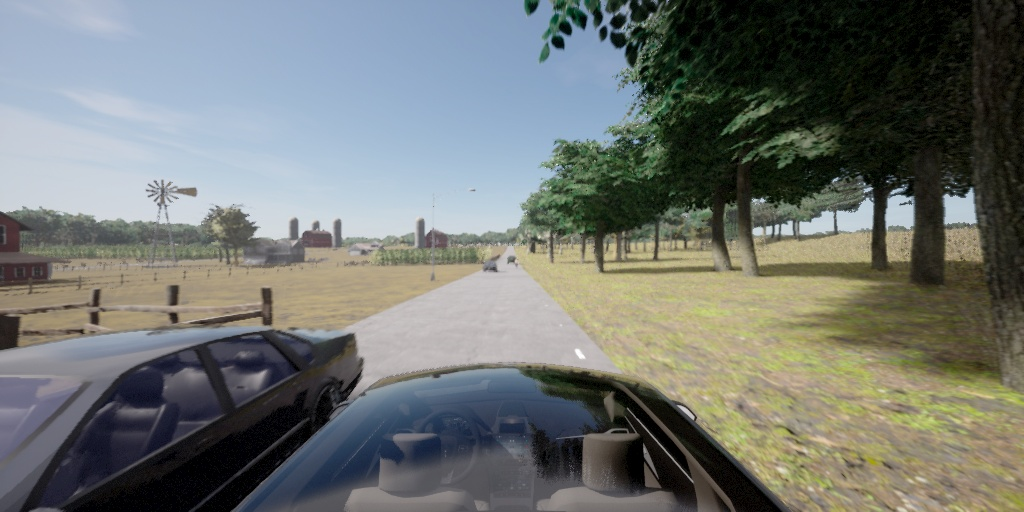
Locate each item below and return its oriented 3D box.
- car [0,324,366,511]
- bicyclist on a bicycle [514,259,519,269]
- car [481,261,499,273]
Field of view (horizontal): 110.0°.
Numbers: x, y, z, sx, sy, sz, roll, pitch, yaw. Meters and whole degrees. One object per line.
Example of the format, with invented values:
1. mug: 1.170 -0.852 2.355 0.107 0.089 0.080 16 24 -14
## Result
1. car: -2.845 1.295 2.455 2.033 1.411 5.357 0 0 0
2. bicyclist on a bicycle: 0.735 1.326 56.571 0.866 1.612 1.509 0 0 0
3. car: -2.836 1.389 46.845 1.837 1.490 4.892 0 -1 0
